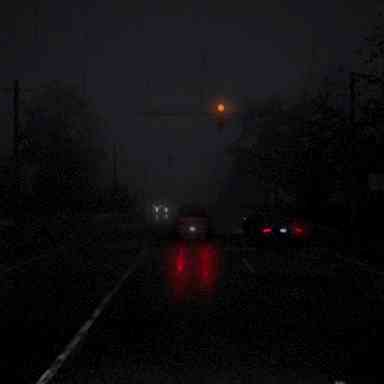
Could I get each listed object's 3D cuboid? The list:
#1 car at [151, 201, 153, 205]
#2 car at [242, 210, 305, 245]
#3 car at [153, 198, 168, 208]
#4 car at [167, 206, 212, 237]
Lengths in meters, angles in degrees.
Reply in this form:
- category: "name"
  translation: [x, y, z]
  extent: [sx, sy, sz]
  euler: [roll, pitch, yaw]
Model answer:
- category: "car"
  translation: [-7.199, 2.039, 68.303]
  extent: [1.994, 1.385, 4.181]
  euler: [0, -1, -13]
- category: "car"
  translation: [3.528, 1.536, 15.308]
  extent: [2.033, 1.411, 5.357]
  euler: [0, 0, 0]
- category: "car"
  translation: [-4.828, 1.686, 52.734]
  extent: [1.812, 1.442, 4.674]
  euler: [0, -1, -6]
- category: "car"
  translation: [0.032, 1.479, 17.721]
  extent: [2.128, 1.511, 4.902]
  euler: [0, 0, 0]
